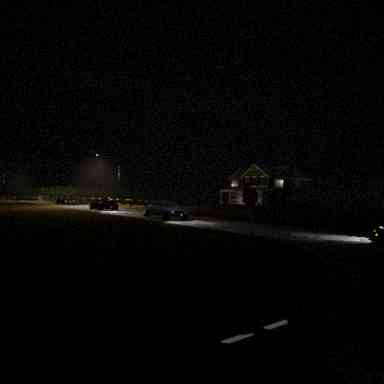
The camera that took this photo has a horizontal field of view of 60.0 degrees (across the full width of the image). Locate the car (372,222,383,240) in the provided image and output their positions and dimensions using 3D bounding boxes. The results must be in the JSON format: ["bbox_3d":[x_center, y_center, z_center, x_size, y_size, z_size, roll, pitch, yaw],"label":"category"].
[{"bbox_3d":[10.576,1.671,15.107,4.181,1.385,1.994,1,0,24],"label":"car"}]

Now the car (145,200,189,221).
[{"bbox_3d":[-2.112,1.405,26.269,1.812,1.442,4.674,2,-1,-36],"label":"car"}]

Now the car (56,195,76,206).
[{"bbox_3d":[-18.902,1.245,49.787,1.837,1.490,4.892,2,-1,-36],"label":"car"}]

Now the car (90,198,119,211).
[{"bbox_3d":[-9.726,1.393,36.862,1.994,1.385,4.181,2,-1,-36],"label":"car"}]
